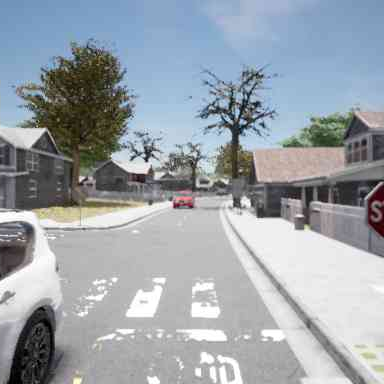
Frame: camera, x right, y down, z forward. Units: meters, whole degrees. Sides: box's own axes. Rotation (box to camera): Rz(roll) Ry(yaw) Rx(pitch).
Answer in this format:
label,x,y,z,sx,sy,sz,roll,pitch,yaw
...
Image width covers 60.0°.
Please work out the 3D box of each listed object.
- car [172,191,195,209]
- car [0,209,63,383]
label,x,y,z,sx,sy,sz,roll,pitch,yaw
car,-0.893,0.915,38.869,2.150,2.045,5.566,0,1,5
car,-2.729,1.221,2.050,2.150,2.045,5.566,0,0,0
